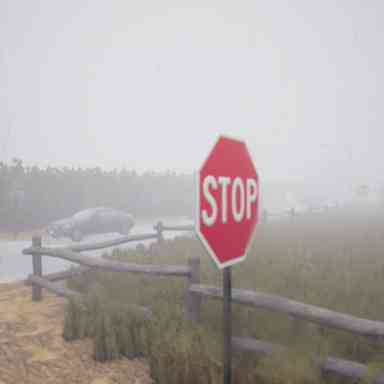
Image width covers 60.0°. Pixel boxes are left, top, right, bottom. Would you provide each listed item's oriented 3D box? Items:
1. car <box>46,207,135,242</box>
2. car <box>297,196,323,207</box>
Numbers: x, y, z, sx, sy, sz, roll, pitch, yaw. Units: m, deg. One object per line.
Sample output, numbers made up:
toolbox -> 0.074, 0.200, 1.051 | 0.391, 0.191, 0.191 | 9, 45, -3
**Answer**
car -> -4.931, 1.527, 16.764 | 1.812, 1.442, 4.674 | 0, 0, 36
car -> 16.432, 1.273, 46.396 | 2.128, 1.511, 4.902 | 0, 1, -6
